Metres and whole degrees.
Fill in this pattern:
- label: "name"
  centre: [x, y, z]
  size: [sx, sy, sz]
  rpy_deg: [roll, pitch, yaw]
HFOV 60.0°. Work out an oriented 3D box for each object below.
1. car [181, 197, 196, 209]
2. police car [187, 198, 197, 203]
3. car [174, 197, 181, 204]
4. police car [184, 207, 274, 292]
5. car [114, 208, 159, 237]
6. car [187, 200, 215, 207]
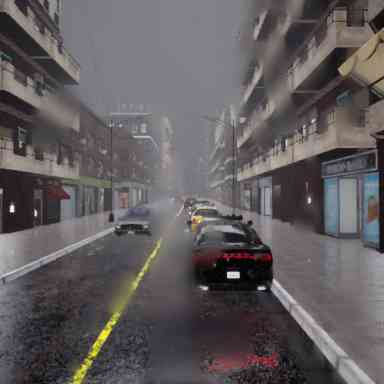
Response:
- label: "car"
  centre: [-0.050, 1.504, 47.599]
  size: [2.097, 1.767, 4.553]
  rpy_deg: [0, 0, 0]
- label: "police car"
  centre: [0.785, 1.485, 25.141]
  size: [1.930, 1.638, 5.238]
  rpy_deg: [0, 0, 0]
- label: "car"
  centre: [-2.868, 1.781, 72.028]
  size: [1.812, 1.442, 4.674]
  rpy_deg: [0, 0, 0]
- label: "police car"
  centre: [0.812, 1.437, 9.138]
  size: [1.930, 1.638, 5.238]
  rpy_deg: [0, 0, 0]
- label: "car"
  centre: [-2.880, 1.583, 18.486]
  size: [2.033, 1.411, 5.357]
  rpy_deg: [0, 0, 0]
- label: "car"
  centre: [0.795, 1.494, 19.221]
  size: [1.801, 1.575, 5.366]
  rpy_deg: [0, 0, 0]
